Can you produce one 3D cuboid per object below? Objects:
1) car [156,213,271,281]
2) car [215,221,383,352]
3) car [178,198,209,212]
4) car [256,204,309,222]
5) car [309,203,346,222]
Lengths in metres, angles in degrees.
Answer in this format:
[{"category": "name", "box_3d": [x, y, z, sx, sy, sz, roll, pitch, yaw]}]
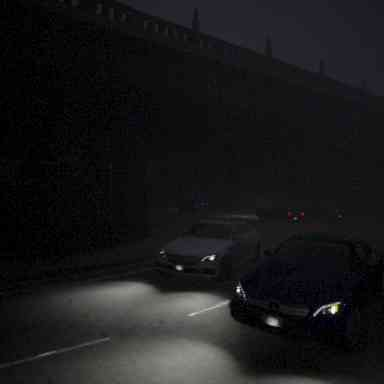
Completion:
[{"category": "car", "box_3d": [0.780, 1.564, 10.107, 1.812, 1.442, 4.674, 1, 0, 28]}, {"category": "car", "box_3d": [2.539, 1.564, 6.533, 1.812, 1.442, 4.674, 1, 0, 37]}, {"category": "car", "box_3d": [0.079, 1.492, 40.846, 2.097, 1.767, 4.553, 1, 0, -33]}, {"category": "car", "box_3d": [7.204, 1.742, 27.692, 1.895, 1.301, 4.718, 0, 0, -20]}, {"category": "car", "box_3d": [10.669, 1.658, 28.084, 2.128, 1.511, 4.902, 1, 0, -19]}]
